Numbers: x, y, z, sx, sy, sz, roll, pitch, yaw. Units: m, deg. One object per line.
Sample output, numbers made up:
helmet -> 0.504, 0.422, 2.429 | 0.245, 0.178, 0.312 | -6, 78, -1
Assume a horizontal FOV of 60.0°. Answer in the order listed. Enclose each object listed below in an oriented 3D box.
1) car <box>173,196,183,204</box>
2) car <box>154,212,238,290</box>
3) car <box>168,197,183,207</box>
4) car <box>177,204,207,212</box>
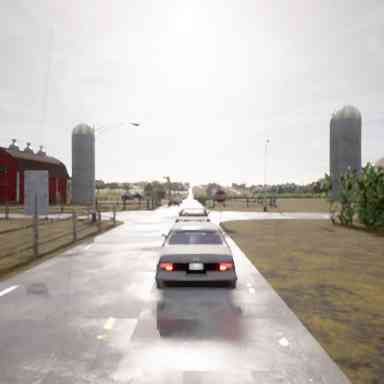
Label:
car -> -2.929, 1.718, 70.178 | 1.882, 1.535, 5.008 | 0, -1, 0
car -> 0.075, 1.520, 9.070 | 2.033, 1.411, 5.357 | 0, 0, 0
car -> -2.965, 1.721, 55.052 | 1.895, 1.301, 4.718 | 0, 0, 0
car -> 0.106, 1.570, 19.326 | 1.895, 1.301, 4.718 | 0, 0, 2
